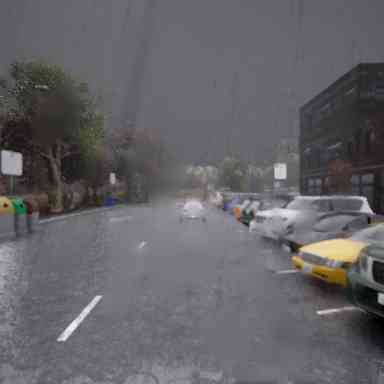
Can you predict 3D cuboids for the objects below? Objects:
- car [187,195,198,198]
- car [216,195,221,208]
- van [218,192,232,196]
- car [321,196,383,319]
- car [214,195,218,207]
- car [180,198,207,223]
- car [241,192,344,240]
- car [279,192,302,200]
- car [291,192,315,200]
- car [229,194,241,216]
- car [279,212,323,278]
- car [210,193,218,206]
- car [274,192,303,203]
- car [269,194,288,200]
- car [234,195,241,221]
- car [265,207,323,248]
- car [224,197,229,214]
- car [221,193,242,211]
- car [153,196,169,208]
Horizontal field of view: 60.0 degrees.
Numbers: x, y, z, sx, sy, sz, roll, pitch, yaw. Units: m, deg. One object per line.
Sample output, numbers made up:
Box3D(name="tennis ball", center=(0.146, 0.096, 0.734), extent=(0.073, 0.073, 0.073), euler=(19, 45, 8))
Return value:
Box3D(name="car", center=(0.068, 1.182, 41.414), extent=(2.097, 1.767, 4.553), euler=(0, 0, 0))
Box3D(name="car", center=(5.350, 1.344, 32.612), extent=(5.008, 1.535, 2.097), euler=(1, 0, -20))
Box3D(name="van", center=(5.467, 1.111, 35.656), extent=(4.442, 1.987, 1.878), euler=(1, 0, -20))
Box3D(name="car", center=(5.314, 1.203, 5.559), extent=(5.566, 2.045, 2.435), euler=(1, 1, -20))
Box3D(name="car", center=(5.357, 1.366, 38.614), extent=(4.674, 1.452, 2.002), euler=(1, 0, -20))
Box3D(name="car", center=(0.094, 1.411, 24.569), extent=(1.812, 1.442, 4.674), euler=(0, 0, 0))
Box3D(name="car", center=(5.317, 1.159, 14.575), extent=(5.566, 2.045, 2.435), euler=(1, 1, -20))
Box3D(name="car", center=(23.901, 0.961, 80.805), extent=(2.435, 2.045, 5.566), euler=(0, -1, -21))
Box3D(name="car", center=(26.961, 0.961, 80.846), extent=(2.435, 2.045, 5.566), euler=(1, -1, -22))
Box3D(name="car", center=(5.322, 1.248, 23.591), extent=(4.553, 1.767, 2.185), euler=(1, 0, -20))
Box3D(name="car", center=(5.155, 1.434, 8.518), extent=(5.366, 1.575, 1.946), euler=(1, 1, -20))
Box3D(name="car", center=(5.172, 1.311, 41.556), extent=(5.366, 1.575, 1.946), euler=(1, 0, -20))
Box3D(name="car", center=(18.300, 1.006, 63.656), extent=(2.435, 2.045, 5.566), euler=(0, 1, -21))
Box3D(name="car", center=(20.878, 1.240, 80.720), extent=(2.163, 1.488, 4.792), euler=(0, -1, -21))
Box3D(name="car", center=(5.318, 1.259, 20.590), extent=(4.553, 1.767, 2.185), euler=(1, 0, -20))
Box3D(name="car", center=(5.306, 1.454, 11.575), extent=(4.792, 1.488, 2.163), euler=(1, 1, -20))
Box3D(name="car", center=(5.357, 1.404, 26.600), extent=(4.674, 1.452, 2.002), euler=(1, 0, -20))
Box3D(name="car", center=(5.392, 1.229, 29.608), extent=(4.553, 1.767, 2.185), euler=(1, 0, -20))
Box3D(name="car", center=(-4.152, 1.310, 45.204), extent=(2.128, 1.511, 4.902), euler=(0, 0, 0))
